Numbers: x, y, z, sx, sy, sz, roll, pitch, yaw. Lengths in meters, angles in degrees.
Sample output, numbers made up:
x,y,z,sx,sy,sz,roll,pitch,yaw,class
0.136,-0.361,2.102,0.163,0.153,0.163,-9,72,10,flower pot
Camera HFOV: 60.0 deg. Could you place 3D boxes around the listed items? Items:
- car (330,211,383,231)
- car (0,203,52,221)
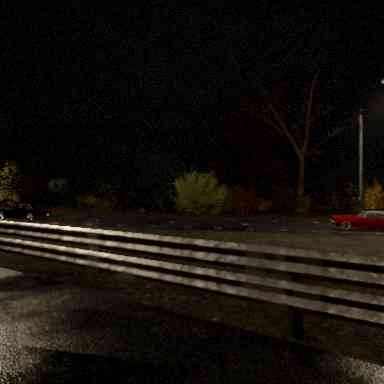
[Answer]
x,y,z,sx,sy,sz,roll,pitch,yaw,class
11.945,1.938,22.608,4.718,1.301,1.895,0,0,14,car
-14.782,1.720,29.262,4.892,1.490,1.837,0,0,14,car
